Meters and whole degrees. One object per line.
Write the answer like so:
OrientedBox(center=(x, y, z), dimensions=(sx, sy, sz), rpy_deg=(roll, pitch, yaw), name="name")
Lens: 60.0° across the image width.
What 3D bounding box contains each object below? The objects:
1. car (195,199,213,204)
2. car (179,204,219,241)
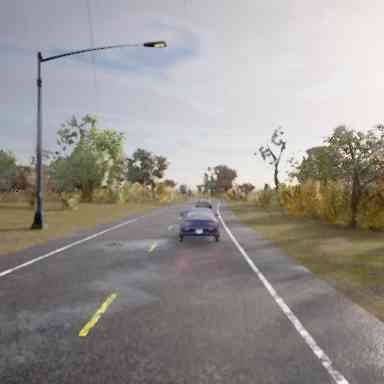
OrientedBox(center=(1.408, 1.530, 38.915), dimensions=(2.128, 1.511, 4.902), rpy_deg=(0, 0, 4), name="car")
OrientedBox(center=(0.376, 1.518, 16.589), dimensions=(1.812, 1.442, 4.674), rpy_deg=(0, 0, 2), name="car")
